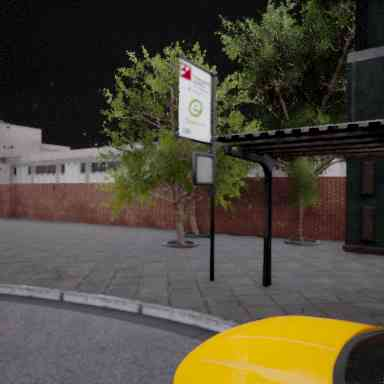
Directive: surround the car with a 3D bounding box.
[{"bbox_3d":[2.129,1.479,1.764,5.008,1.535,1.882,0,0,34],"label":"car"}]
